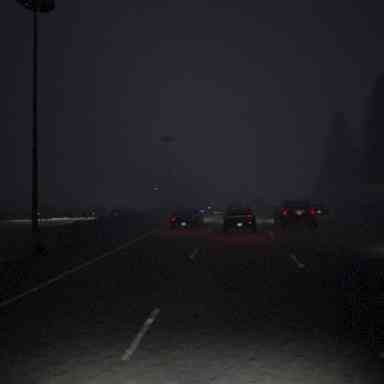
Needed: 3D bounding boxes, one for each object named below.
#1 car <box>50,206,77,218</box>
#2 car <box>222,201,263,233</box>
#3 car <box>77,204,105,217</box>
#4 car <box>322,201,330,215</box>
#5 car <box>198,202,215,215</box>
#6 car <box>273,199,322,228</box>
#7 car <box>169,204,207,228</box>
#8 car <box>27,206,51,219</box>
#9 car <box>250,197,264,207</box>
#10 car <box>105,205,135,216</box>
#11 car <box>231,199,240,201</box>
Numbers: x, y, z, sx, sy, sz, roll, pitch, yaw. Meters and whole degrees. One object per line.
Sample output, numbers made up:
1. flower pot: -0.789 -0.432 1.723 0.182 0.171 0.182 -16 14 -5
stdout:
1. car: -15.684 2.542 42.493 1.994 1.385 4.181 -2 -1 7
2. car: 2.860 1.540 20.259 2.128 1.511 4.902 -2 0 7
3. car: -12.221 2.350 42.038 1.837 1.490 4.892 -2 -1 7
4. car: 11.252 1.444 30.981 1.895 1.301 4.718 -2 -1 7
5. car: 1.364 1.806 36.929 1.812 1.442 4.674 -2 -1 8
6. car: 6.548 1.275 21.608 2.097 1.767 4.553 -2 0 7
7. car: -0.267 1.794 23.787 1.895 1.301 4.718 -2 0 8
8. car: -19.159 2.614 42.905 1.837 1.490 4.892 -2 -1 7
9. car: 10.717 1.613 54.931 2.097 1.767 4.553 -2 -1 7
10. car: -8.752 2.314 41.575 1.895 1.301 4.718 -2 -1 7
11. car: 6.796 1.812 51.733 1.882 1.535 5.008 -2 -1 7
